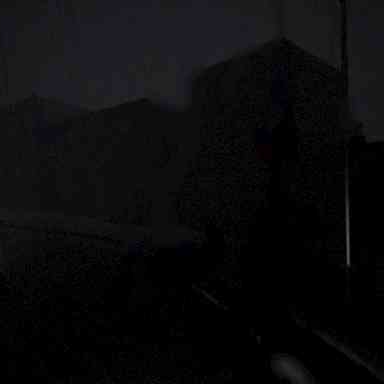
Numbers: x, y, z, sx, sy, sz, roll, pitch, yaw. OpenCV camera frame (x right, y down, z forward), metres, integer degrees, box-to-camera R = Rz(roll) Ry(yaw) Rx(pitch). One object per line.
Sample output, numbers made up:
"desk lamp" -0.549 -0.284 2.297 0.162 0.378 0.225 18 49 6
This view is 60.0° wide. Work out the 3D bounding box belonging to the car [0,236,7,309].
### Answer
"car" -4.232 1.295 4.524 2.150 2.045 5.566 1 -1 -17
